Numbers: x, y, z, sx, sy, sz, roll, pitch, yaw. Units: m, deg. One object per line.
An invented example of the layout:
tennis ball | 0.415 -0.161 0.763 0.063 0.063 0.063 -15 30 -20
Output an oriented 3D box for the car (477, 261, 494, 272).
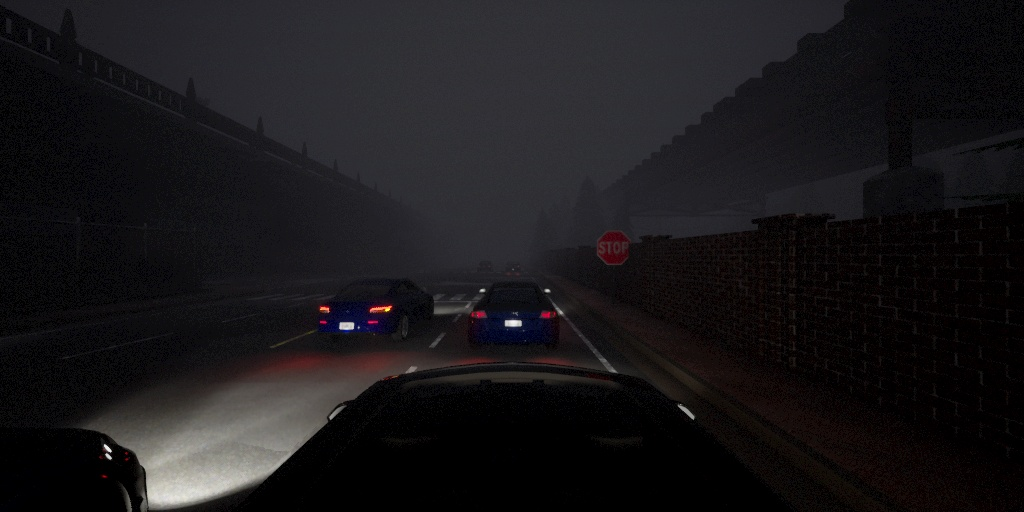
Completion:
car | -3.391 1.297 45.828 2.033 1.411 5.357 0 0 -1

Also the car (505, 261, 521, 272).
car | 0.104 1.351 45.987 1.895 1.301 4.718 0 0 -1

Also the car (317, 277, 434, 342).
car | -3.411 1.276 9.691 1.812 1.442 4.674 0 0 0

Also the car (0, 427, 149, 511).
car | -3.398 1.314 0.595 1.994 1.385 4.181 0 0 0

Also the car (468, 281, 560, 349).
car | 0.070 1.314 9.169 1.994 1.385 4.181 0 0 1
